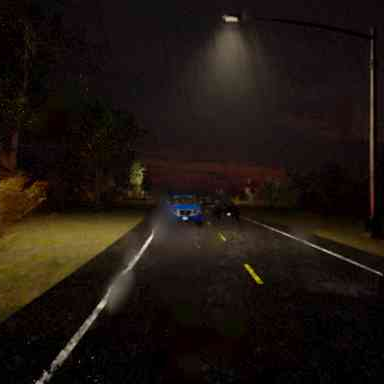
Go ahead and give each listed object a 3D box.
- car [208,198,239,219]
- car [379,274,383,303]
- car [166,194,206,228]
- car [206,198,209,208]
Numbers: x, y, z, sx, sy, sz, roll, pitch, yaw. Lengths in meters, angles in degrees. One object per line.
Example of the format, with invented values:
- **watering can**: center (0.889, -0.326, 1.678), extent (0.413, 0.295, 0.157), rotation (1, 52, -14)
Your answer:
- **car**: center (2.778, 1.483, 28.422), extent (1.837, 1.490, 4.892), rotation (0, 0, -3)
- **car**: center (4.536, 1.527, 4.497), extent (1.812, 1.442, 4.674), rotation (0, 0, 0)
- **car**: center (-0.519, 1.199, 22.553), extent (2.150, 2.045, 5.566), rotation (0, 0, -3)
- **car**: center (1.861, 1.450, 41.784), extent (2.128, 1.511, 4.902), rotation (0, 0, -5)
